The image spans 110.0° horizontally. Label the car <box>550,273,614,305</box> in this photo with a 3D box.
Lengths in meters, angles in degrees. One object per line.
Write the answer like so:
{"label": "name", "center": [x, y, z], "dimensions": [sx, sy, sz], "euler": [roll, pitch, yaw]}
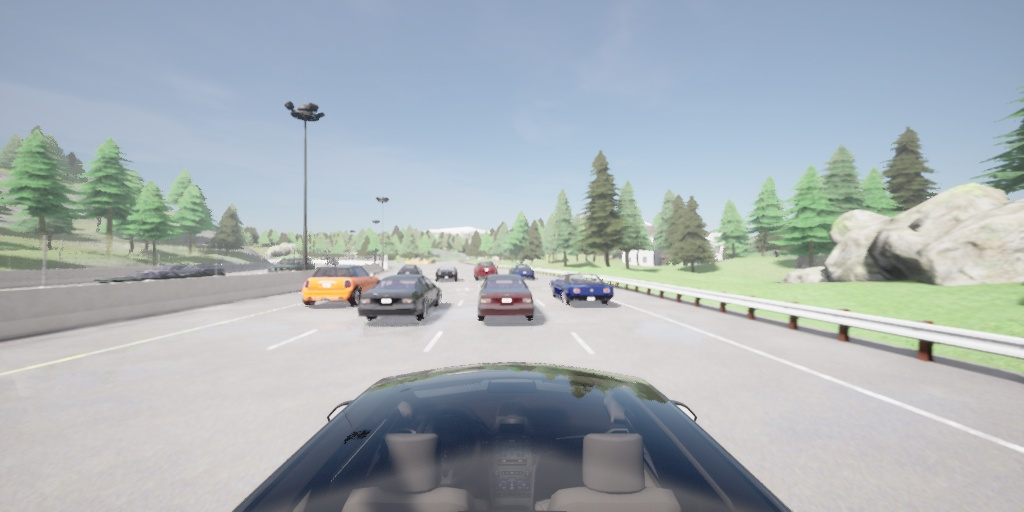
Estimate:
{"label": "car", "center": [2.989, 1.422, 16.450], "dimensions": [1.895, 1.301, 4.718], "euler": [0, 0, -4]}

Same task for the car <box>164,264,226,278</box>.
{"label": "car", "center": [-27.099, 1.460, 31.125], "dimensions": [2.128, 1.511, 4.902], "euler": [0, 0, -9]}

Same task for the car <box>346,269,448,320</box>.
{"label": "car", "center": [-3.780, 1.365, 12.907], "dimensions": [2.033, 1.411, 5.357], "euler": [0, 0, -3]}

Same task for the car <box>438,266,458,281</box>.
{"label": "car", "center": [-5.858, 1.527, 32.516], "dimensions": [1.895, 1.301, 4.718], "euler": [0, 0, -9]}

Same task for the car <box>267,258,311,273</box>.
{"label": "car", "center": [-20.303, 1.187, 33.170], "dimensions": [2.150, 2.045, 5.566], "euler": [0, -1, -9]}

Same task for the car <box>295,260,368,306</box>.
{"label": "car", "center": [-7.569, 1.198, 16.473], "dimensions": [2.097, 1.767, 4.553], "euler": [0, 0, -4]}

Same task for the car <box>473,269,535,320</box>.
{"label": "car", "center": [-0.280, 1.358, 12.945], "dimensions": [2.033, 1.411, 5.357], "euler": [0, 0, -3]}

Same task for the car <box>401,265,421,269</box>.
{"label": "car", "center": [-9.724, 1.509, 34.432], "dimensions": [1.994, 1.385, 4.181], "euler": [0, 0, -9]}

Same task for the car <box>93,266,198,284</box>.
{"label": "car", "center": [-21.967, 1.506, 21.601], "dimensions": [1.895, 1.301, 4.718], "euler": [0, 0, -5]}

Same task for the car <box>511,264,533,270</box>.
{"label": "car", "center": [0.871, 1.487, 34.622], "dimensions": [1.994, 1.385, 4.181], "euler": [0, 0, -9]}

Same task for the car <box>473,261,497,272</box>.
{"label": "car", "center": [-2.540, 1.278, 33.792], "dimensions": [2.097, 1.767, 4.553], "euler": [0, 0, -9]}
